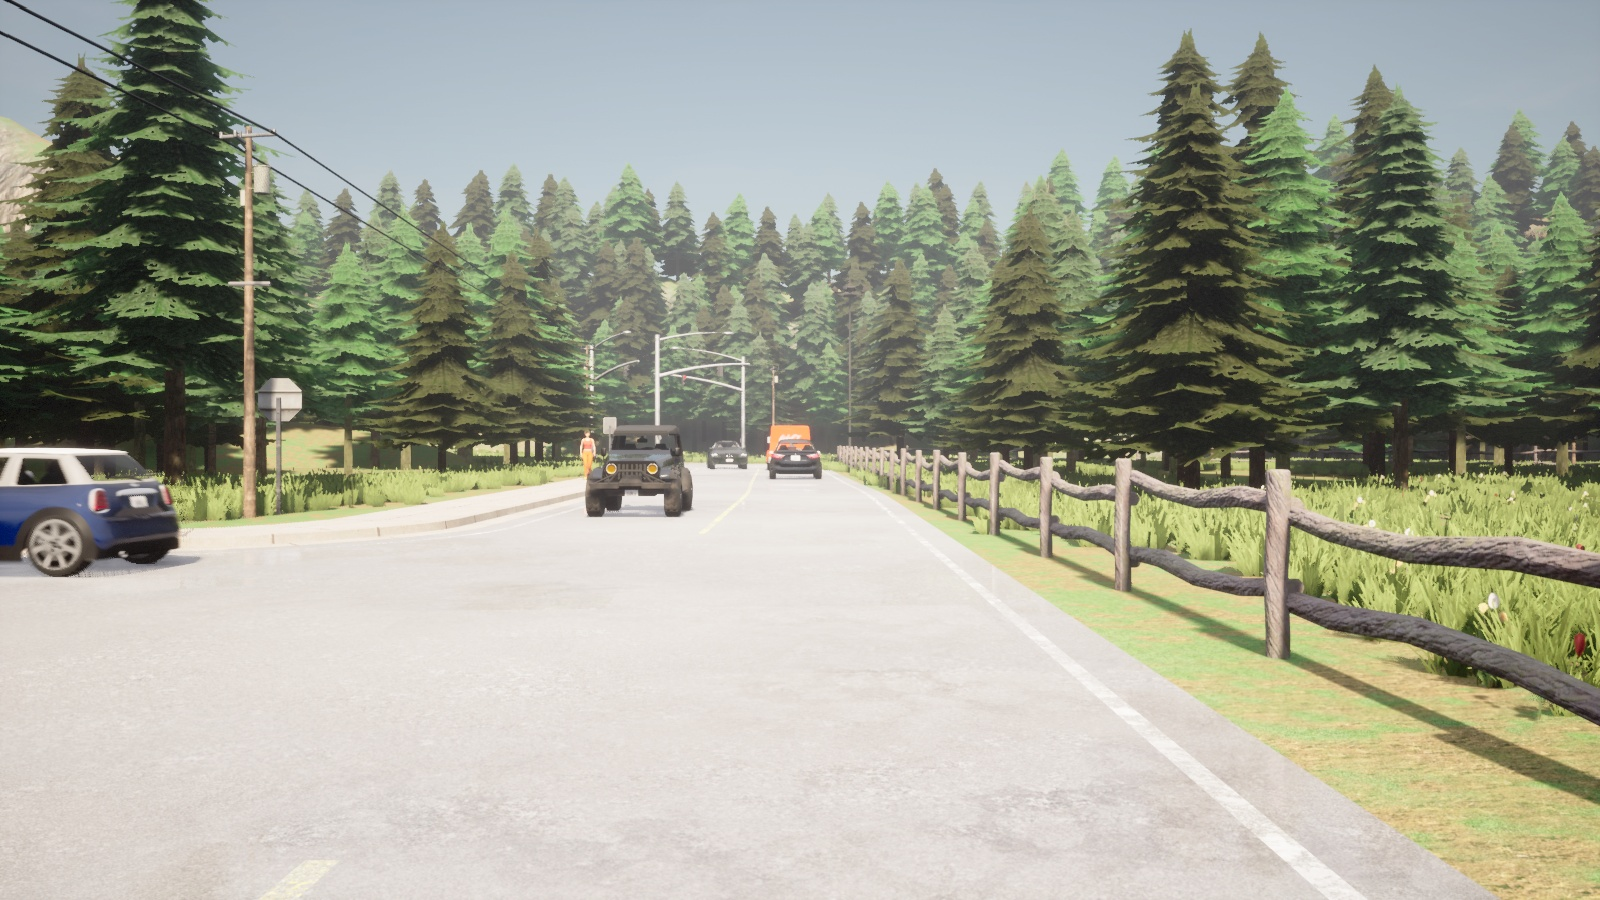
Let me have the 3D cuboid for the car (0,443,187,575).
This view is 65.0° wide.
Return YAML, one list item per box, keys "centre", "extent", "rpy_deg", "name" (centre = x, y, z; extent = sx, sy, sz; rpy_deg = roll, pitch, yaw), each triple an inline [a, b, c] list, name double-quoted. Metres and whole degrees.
- centre: [-9.777, 0.653, 15.152]
  extent: [3.806, 1.475, 1.970]
  rpy_deg: [0, 0, 4]
  name: "car"

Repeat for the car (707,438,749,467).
- centre: [-4.205, 0.121, 72.377]
  extent: [2.152, 1.651, 5.027]
  rpy_deg: [0, 0, -6]
  name: "car"

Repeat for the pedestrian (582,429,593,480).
- centre: [-7.683, 0.151, 45.446]
  extent: [0.345, 1.836, 0.594]
  rpy_deg: [0, 0, -12]
  name: "pedestrian"

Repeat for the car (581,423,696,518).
- centre: [-3.336, 0.389, 26.623]
  extent: [1.905, 1.878, 3.866]
  rpy_deg: [0, 0, 0]
  name: "car"

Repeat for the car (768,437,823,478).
- centre: [-0.211, 0.298, 53.348]
  extent: [2.242, 1.667, 4.611]
  rpy_deg: [0, 0, -1]
  name: "car"

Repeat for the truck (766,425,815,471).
- centre: [-0.592, -0.129, 70.272]
  extent: [2.627, 2.467, 5.204]
  rpy_deg: [0, 0, -2]
  name: "truck"
